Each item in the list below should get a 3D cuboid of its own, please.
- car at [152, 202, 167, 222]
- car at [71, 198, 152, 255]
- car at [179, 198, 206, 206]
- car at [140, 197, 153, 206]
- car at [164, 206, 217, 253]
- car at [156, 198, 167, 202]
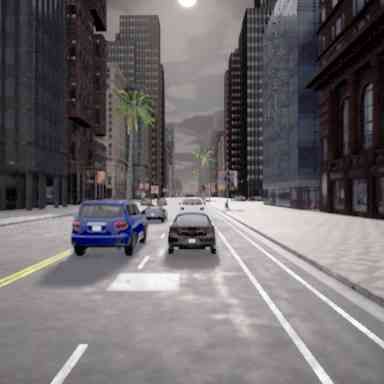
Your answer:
[{"bbox_3d":[-3.229,1.852,29.295,1.994,1.385,4.181,0,-1,0],"label":"car"},{"bbox_3d":[-3.242,1.354,14.007,2.150,2.045,5.566,0,0,0],"label":"car"},{"bbox_3d":[0.017,1.501,29.006,2.150,2.045,5.566,0,0,0],"label":"car"},{"bbox_3d":[-9.712,2.056,71.030,2.097,1.767,4.553,0,-1,0],"label":"car"},{"bbox_3d":[0.013,1.620,14.486,1.882,1.535,5.008,0,0,0],"label":"car"},{"bbox_3d":[-6.462,2.056,71.028,2.097,1.767,4.553,0,-1,0],"label":"car"}]
